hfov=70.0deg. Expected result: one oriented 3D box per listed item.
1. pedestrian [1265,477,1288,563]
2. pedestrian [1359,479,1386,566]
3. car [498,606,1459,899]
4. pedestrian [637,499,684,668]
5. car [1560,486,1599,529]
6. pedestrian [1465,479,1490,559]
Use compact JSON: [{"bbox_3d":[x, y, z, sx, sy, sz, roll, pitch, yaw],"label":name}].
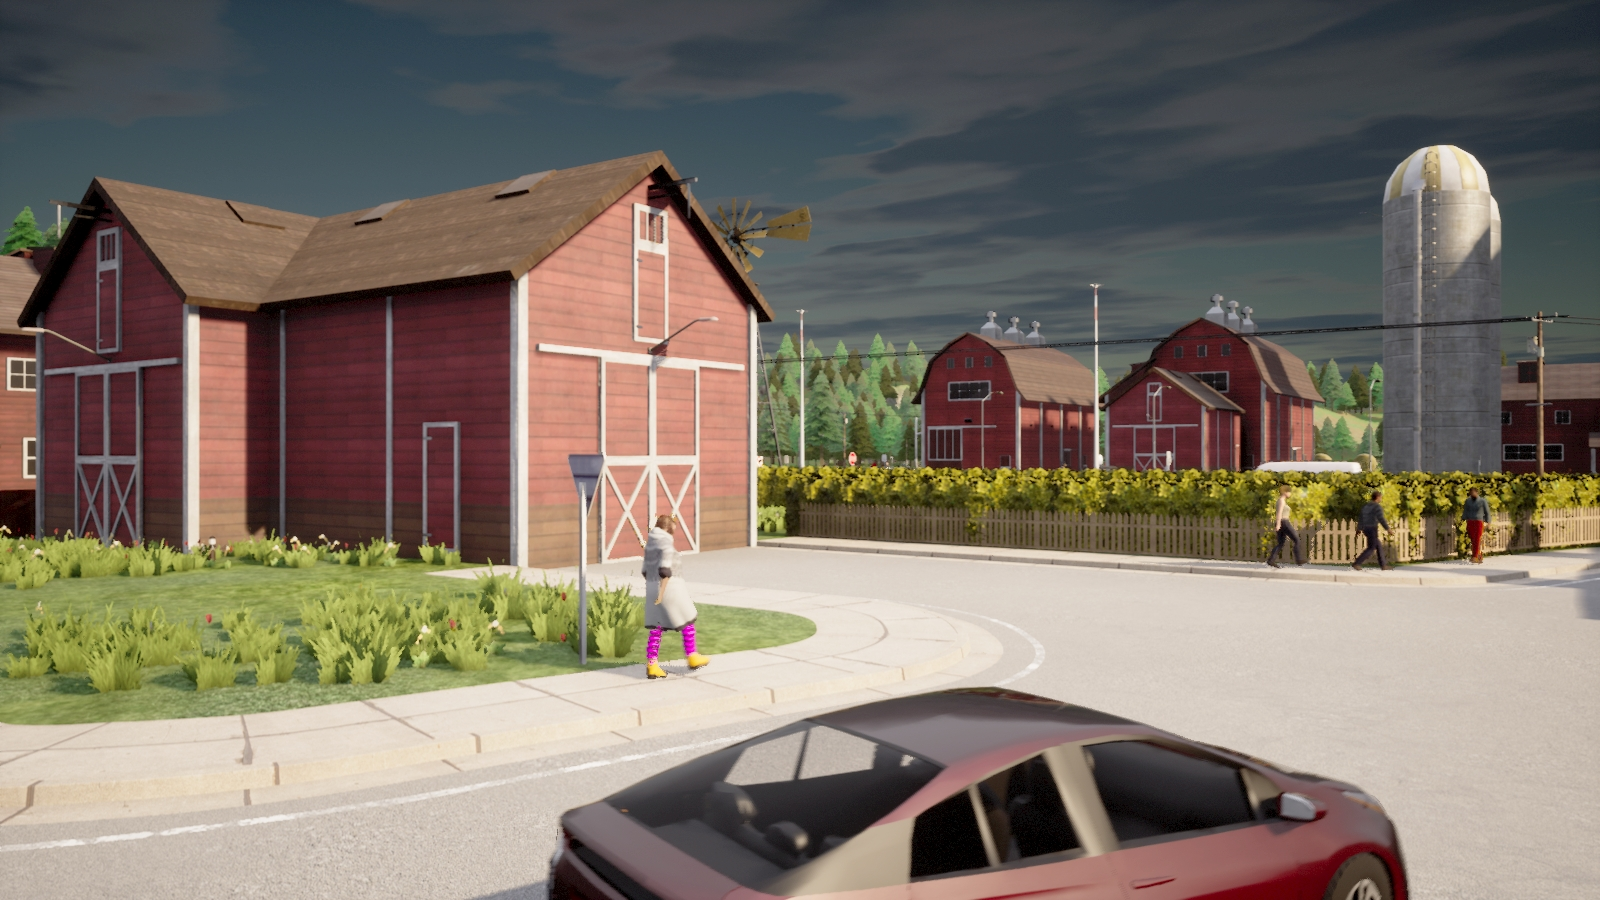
[{"bbox_3d":[10.482,1.527,25.137,0.375,1.860,0.375,0,0,6],"label":"pedestrian"},{"bbox_3d":[12.474,1.572,24.897,0.375,1.860,0.375,0,0,-3],"label":"pedestrian"},{"bbox_3d":[1.071,1.843,5.614,4.514,1.525,2.007,-1,1,-35],"label":"car"},{"bbox_3d":[-1.590,1.502,13.018,0.375,1.860,0.375,0,0,-41],"label":"pedestrian"},{"bbox_3d":[31.116,2.144,42.302,4.902,1.511,2.128,0,0,32],"label":"car"},{"bbox_3d":[15.878,1.610,26.785,0.375,1.860,0.375,0,0,-33],"label":"pedestrian"}]
